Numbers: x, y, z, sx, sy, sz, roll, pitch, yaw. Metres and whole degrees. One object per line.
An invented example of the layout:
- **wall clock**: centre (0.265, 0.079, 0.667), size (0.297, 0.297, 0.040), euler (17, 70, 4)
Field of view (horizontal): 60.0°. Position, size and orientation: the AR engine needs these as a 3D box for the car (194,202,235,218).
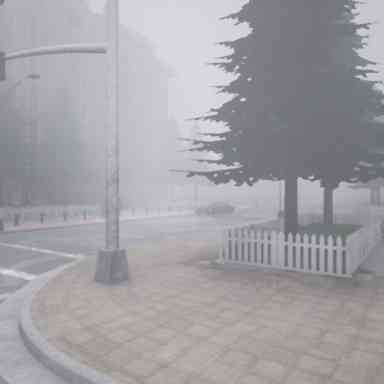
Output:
- **car**: centre (2.157, 1.592, 30.706), size (1.895, 1.301, 4.718), euler (0, 0, 34)
